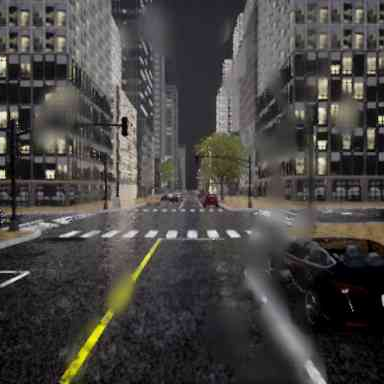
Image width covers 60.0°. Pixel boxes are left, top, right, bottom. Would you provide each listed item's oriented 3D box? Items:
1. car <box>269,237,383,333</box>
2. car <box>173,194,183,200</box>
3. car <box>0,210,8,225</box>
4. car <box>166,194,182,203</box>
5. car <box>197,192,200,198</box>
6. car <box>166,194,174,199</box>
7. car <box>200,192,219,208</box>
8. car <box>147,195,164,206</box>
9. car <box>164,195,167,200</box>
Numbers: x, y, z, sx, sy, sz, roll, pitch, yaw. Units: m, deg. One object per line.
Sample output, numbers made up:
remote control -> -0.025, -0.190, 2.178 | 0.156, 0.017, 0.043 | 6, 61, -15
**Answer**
car -> 2.815, 1.539, 6.712 | 1.947, 1.339, 4.313 | -1, 0, 0
car -> -3.197, 1.135, 77.893 | 2.033, 1.411, 5.357 | 0, 0, 0
car -> -15.103, 1.487, 22.582 | 4.553, 1.767, 2.097 | -1, 1, -1
car -> -3.177, 1.318, 61.603 | 1.994, 1.385, 4.181 | 0, 0, 0
car -> 2.466, 0.966, 85.121 | 2.192, 1.841, 5.009 | 0, 0, 0
car -> -5.927, 1.152, 90.552 | 1.752, 1.417, 4.829 | 0, 0, 0
car -> 2.570, 1.136, 45.639 | 2.192, 1.841, 5.009 | -1, 0, 0
car -> -5.824, 1.324, 51.084 | 1.752, 1.417, 4.829 | 0, 0, 0
car -> -5.882, 1.268, 73.808 | 1.947, 1.339, 4.313 | 0, 0, 0
